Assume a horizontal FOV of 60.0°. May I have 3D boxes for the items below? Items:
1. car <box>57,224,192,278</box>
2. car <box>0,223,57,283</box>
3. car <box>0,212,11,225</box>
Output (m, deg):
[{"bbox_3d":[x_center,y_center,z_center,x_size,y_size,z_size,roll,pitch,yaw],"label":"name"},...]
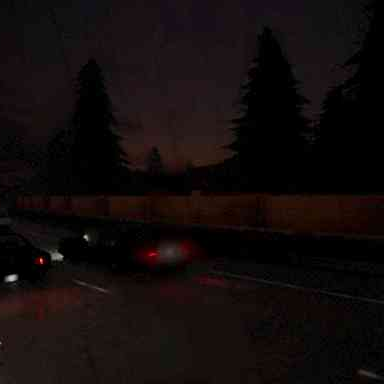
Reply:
[{"bbox_3d":[-2.441,1.759,10.937,5.357,1.411,2.033,-1,-2,43],"label":"car"},{"bbox_3d":[-5.842,1.760,9.343,4.718,1.301,1.895,-1,-2,43],"label":"car"},{"bbox_3d":[-14.053,1.988,23.000,1.895,1.301,4.718,1,-1,-41],"label":"car"}]
